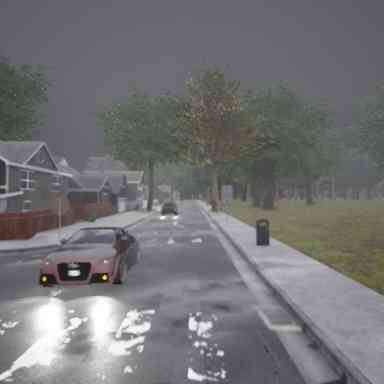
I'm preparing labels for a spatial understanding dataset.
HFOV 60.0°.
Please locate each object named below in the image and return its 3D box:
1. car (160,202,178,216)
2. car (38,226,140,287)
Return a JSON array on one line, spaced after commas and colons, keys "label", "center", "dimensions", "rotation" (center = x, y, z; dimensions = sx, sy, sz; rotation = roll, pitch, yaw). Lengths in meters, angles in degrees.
[{"label": "car", "center": [-2.693, 1.999, 40.087], "dimensions": [1.882, 1.535, 5.008], "rotation": [0, -1, 0]}, {"label": "car", "center": [-2.759, 1.732, 9.769], "dimensions": [1.994, 1.385, 4.181], "rotation": [-2, -1, 0]}]
